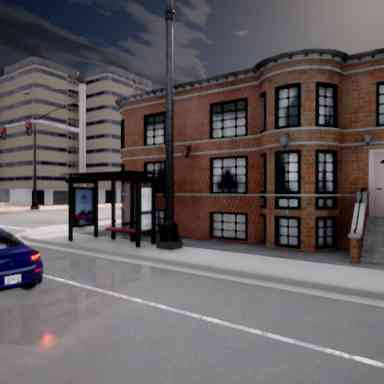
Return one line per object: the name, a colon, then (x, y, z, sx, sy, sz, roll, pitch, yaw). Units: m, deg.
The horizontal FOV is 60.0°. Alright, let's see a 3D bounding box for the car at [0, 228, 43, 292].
car: (-5.289, 1.501, 7.718, 4.674, 1.442, 1.812, 0, 0, 36)
